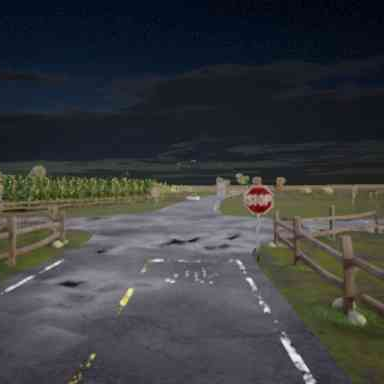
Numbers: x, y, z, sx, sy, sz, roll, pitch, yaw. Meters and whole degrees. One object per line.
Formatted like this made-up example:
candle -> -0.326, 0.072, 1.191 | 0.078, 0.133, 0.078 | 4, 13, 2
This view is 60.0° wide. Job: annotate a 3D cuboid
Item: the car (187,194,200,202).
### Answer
car -> 0.276, 1.024, 57.345 | 1.895, 1.301, 4.718 | 0, 1, 6
